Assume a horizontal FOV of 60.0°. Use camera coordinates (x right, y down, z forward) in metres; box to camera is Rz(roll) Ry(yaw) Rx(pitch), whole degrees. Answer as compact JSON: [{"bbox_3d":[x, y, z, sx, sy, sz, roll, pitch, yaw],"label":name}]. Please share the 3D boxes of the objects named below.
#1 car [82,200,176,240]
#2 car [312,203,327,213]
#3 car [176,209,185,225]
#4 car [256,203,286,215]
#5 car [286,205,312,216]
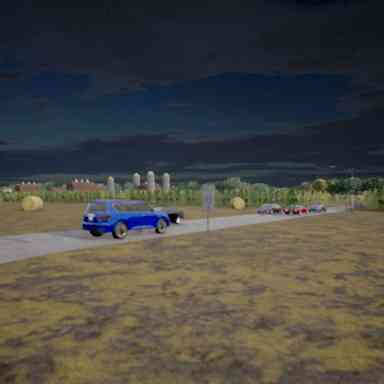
[{"bbox_3d":[-3.640,1.493,19.242,2.150,2.045,5.566,0,-1,35],"label":"car"},{"bbox_3d":[19.626,2.489,51.984,2.033,1.411,5.357,0,-1,35],"label":"car"},{"bbox_3d":[-2.587,1.836,25.647,1.882,1.535,5.008,0,-1,36],"label":"car"},{"bbox_3d":[10.133,2.233,43.487,1.837,1.490,4.892,0,-1,36],"label":"car"},{"bbox_3d":[13.831,2.379,43.749,1.895,1.301,4.718,0,-1,36],"label":"car"}]
